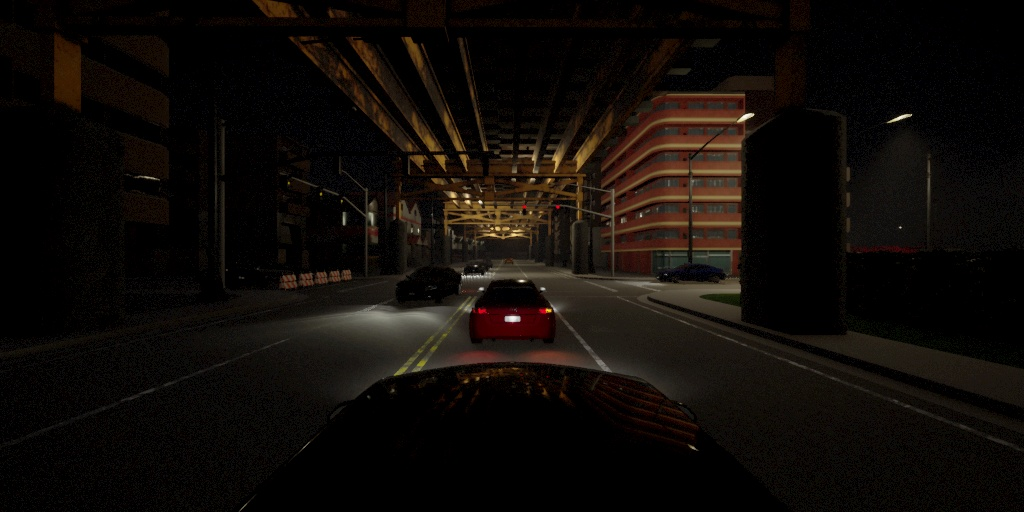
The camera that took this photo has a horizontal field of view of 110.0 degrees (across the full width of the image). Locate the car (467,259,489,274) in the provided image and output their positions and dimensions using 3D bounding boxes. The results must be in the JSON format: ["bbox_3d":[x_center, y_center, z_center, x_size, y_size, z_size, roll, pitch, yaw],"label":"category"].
[{"bbox_3d":[-3.933,1.314,38.667,1.994,1.385,4.181,0,0,0],"label":"car"}]

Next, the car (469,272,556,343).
[{"bbox_3d":[0.006,1.314,9.663,1.994,1.385,4.181,0,0,0],"label":"car"}]

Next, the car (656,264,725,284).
[{"bbox_3d":[12.988,1.276,26.169,4.674,1.442,1.812,0,0,0],"label":"car"}]

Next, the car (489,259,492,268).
[{"bbox_3d":[-4.016,1.351,47.553,1.895,1.301,4.718,0,0,0],"label":"car"}]

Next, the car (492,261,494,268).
[{"bbox_3d":[-4.106,1.262,58.578,1.812,1.442,4.674,0,0,0],"label":"car"}]

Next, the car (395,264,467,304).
[{"bbox_3d":[-3.715,1.228,16.641,1.882,1.535,5.008,-1,0,6],"label":"car"}]
